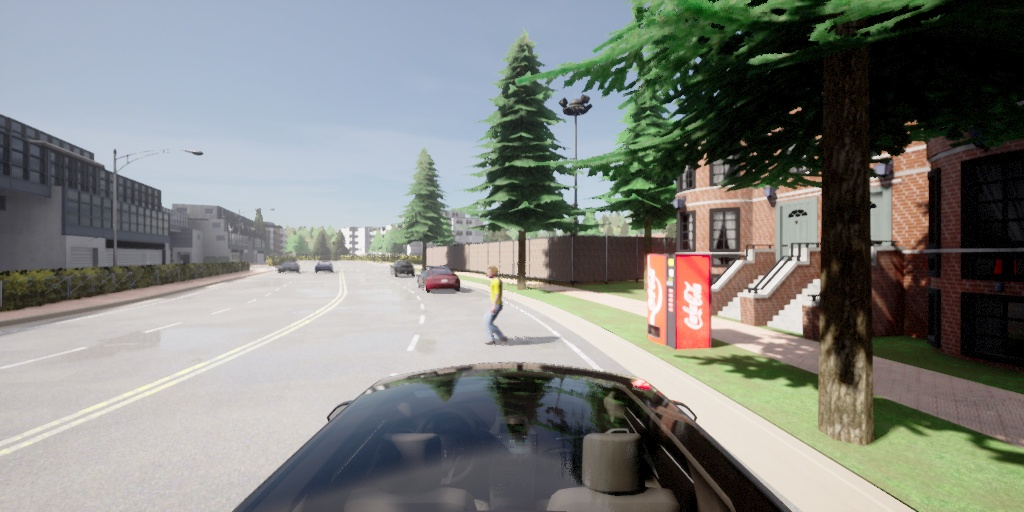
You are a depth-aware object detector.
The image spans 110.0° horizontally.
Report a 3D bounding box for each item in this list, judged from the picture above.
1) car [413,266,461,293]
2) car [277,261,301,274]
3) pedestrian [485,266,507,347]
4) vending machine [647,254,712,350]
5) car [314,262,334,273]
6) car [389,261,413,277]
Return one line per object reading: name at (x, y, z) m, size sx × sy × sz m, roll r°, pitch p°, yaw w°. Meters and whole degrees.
car at (-4.395, 1.302, 21.126) m, size 1.994 × 1.385 × 4.181 m, roll 0°, pitch 0°, yaw -22°
car at (-25.405, 1.290, 41.051) m, size 1.994 × 1.385 × 4.181 m, roll 0°, pitch 0°, yaw -25°
pedestrian at (-0.334, 1.040, 7.976) m, size 0.375 × 1.860 × 0.375 m, roll 0°, pitch 0°, yaw -8°
vending machine at (3.517, 0.942, 7.634) m, size 1.100 × 2.100 × 0.880 m, roll 0°, pitch 0°, yaw -7°
car at (-21.968, 1.326, 41.966) m, size 1.895 × 1.301 × 4.718 m, roll 0°, pitch 0°, yaw -25°
car at (-10.778, 1.234, 35.165) m, size 1.837 × 1.490 × 4.892 m, roll 0°, pitch 0°, yaw -25°
